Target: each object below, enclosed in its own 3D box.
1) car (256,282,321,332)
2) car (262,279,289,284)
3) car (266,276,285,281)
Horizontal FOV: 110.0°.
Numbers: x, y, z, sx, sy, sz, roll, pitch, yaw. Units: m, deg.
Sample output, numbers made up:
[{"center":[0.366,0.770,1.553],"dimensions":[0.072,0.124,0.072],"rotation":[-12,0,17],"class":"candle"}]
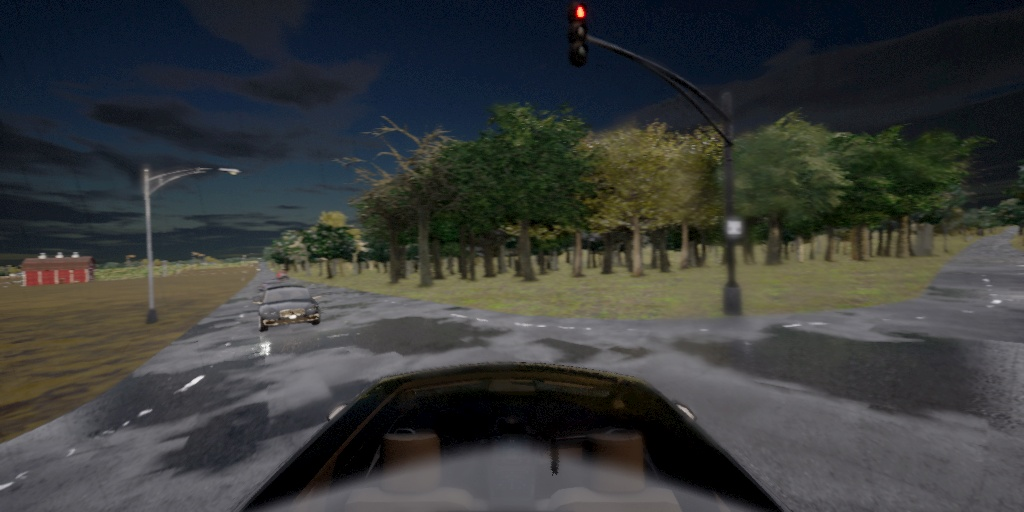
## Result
[{"center":[-8.884,1.939,14.193],"dimensions":[1.837,1.490,4.892],"rotation":[-3,-1,-36],"class":"car"},{"center":[-15.971,2.546,24.364],"dimensions":[1.994,1.385,4.181],"rotation":[-3,-1,-35],"class":"car"},{"center":[-27.914,3.418,41.666],"dimensions":[1.994,1.385,4.181],"rotation":[-3,-1,-35],"class":"car"}]
